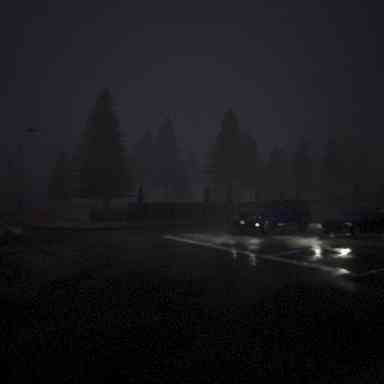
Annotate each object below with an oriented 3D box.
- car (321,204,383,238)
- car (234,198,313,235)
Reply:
[{"bbox_3d":[9.566,1.679,19.370,5.008,1.535,1.882,1,0,-35],"label":"car"},{"bbox_3d":[5.128,1.395,20.523,5.566,2.045,2.150,1,0,-35],"label":"car"}]
